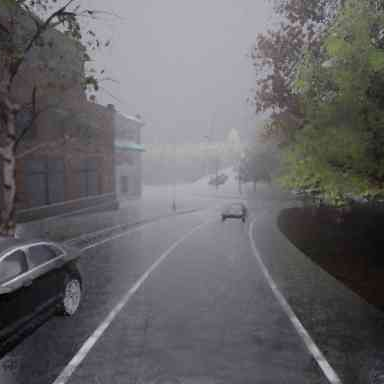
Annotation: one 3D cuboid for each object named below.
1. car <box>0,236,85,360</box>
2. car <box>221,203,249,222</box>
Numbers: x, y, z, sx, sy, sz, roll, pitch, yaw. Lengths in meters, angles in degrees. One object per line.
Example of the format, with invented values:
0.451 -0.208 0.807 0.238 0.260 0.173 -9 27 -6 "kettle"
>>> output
-3.105 1.461 4.608 2.128 1.511 4.902 0 0 3 "car"
3.594 1.599 27.198 2.033 1.411 5.357 2 0 14 "car"
